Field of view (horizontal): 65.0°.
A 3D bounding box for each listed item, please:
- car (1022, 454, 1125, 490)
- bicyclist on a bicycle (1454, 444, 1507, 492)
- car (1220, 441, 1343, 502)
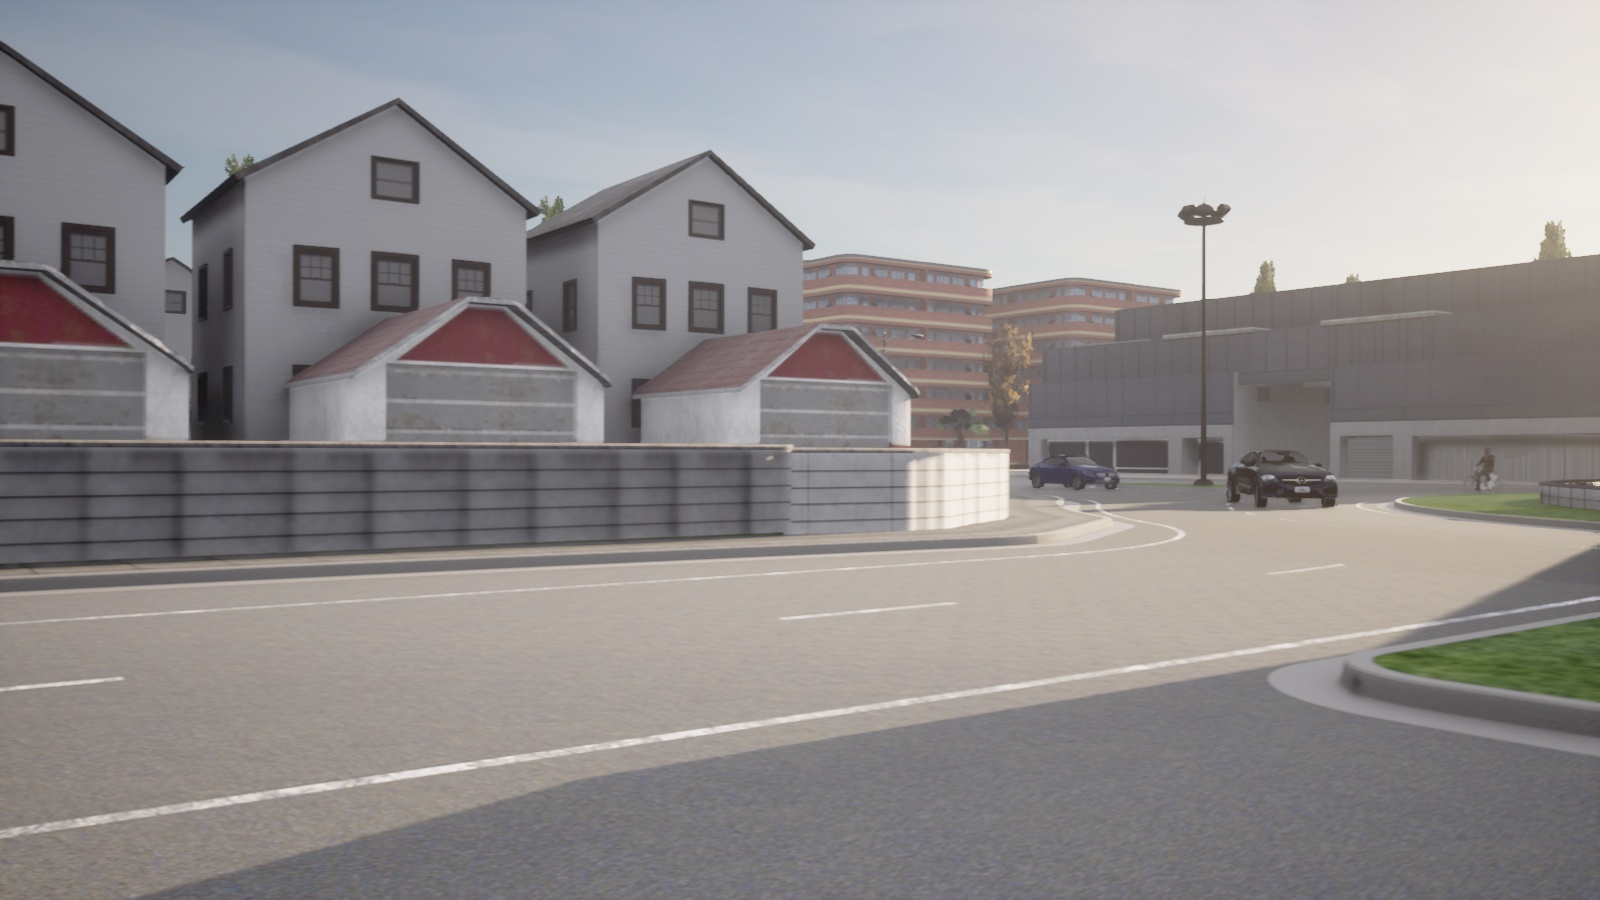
[{"bbox_3d":[11.400,0.875,52.652,1.812,1.442,4.674,0,0,-24],"label":"car"},{"bbox_3d":[25.459,0.677,46.956,1.843,1.776,0.659,0,1,-19],"label":"bicyclist on a bicycle"},{"bbox_3d":[13.956,0.584,36.702,2.152,1.651,5.027,0,0,6],"label":"car"}]
